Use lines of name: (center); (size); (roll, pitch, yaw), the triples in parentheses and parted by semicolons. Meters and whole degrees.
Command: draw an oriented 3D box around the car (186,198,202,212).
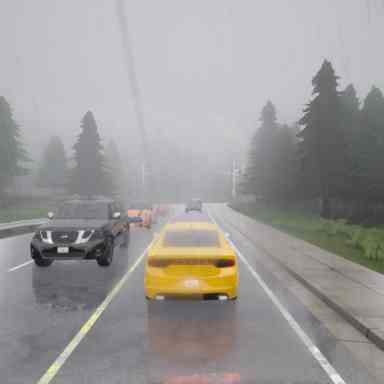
car: (0.224, 1.668, 39.012); (2.033, 1.411, 5.357); (0, 0, 2)

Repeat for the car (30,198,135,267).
car: (-3.628, 1.253, 11.928); (2.150, 2.045, 5.566); (0, 0, -2)

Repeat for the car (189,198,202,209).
car: (0.607, 1.659, 49.405); (1.837, 1.490, 4.892); (0, 0, 2)

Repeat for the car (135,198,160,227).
car: (-3.589, 1.417, 22.222); (2.097, 1.767, 4.553); (0, 0, 0)

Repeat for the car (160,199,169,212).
car: (-3.450, 1.451, 32.473); (2.097, 1.767, 4.553); (0, 0, 1)

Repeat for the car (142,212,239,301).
car: (-0.011, 1.498, 8.451); (1.882, 1.535, 5.008); (0, 0, 0)
